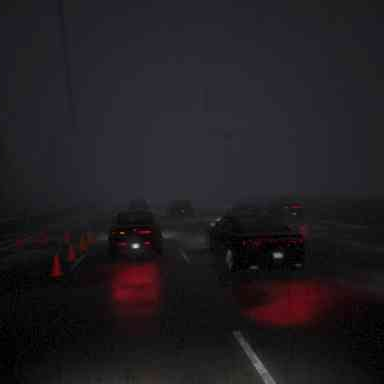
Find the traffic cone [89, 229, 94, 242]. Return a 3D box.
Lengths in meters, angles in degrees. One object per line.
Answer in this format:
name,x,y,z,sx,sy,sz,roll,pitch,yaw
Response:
traffic cone,-4.624,1.972,15.057,0.340,0.580,0.340,-1,0,-9

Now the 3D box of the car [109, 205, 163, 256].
car,-2.205,1.487,13.166,1.837,1.490,4.892,-1,0,-9

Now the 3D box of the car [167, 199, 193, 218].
car,-1.107,1.371,29.042,1.882,1.535,5.008,-1,0,-9

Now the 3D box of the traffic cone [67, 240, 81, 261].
traffic cone,-4.016,1.978,11.104,0.340,0.580,0.340,-1,0,-9

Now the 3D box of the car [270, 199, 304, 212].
car,6.599,1.265,24.981,2.128,1.511,4.902,-1,0,-9

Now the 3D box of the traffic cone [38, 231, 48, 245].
traffic cone,-6.601,2.009,14.753,0.340,0.580,0.340,-1,0,-9

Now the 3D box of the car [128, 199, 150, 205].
car,-5.223,1.428,32.789,1.882,1.535,5.008,-1,0,-9

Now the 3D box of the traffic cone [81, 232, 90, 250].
traffic cone,-4.320,1.975,13.080,0.340,0.580,0.340,-1,0,-9

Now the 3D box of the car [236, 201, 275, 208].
car,3.532,1.406,21.916,1.994,1.385,4.181,-1,0,-9

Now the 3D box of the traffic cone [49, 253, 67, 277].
traffic cone,-3.712,1.981,9.127,0.340,0.580,0.340,-1,0,-9

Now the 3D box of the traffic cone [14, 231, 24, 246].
traffic cone,-7.589,2.027,14.601,0.340,0.580,0.340,-1,0,-9

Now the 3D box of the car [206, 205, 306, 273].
car,1.732,1.400,10.592,1.882,1.535,5.008,-1,0,-9
